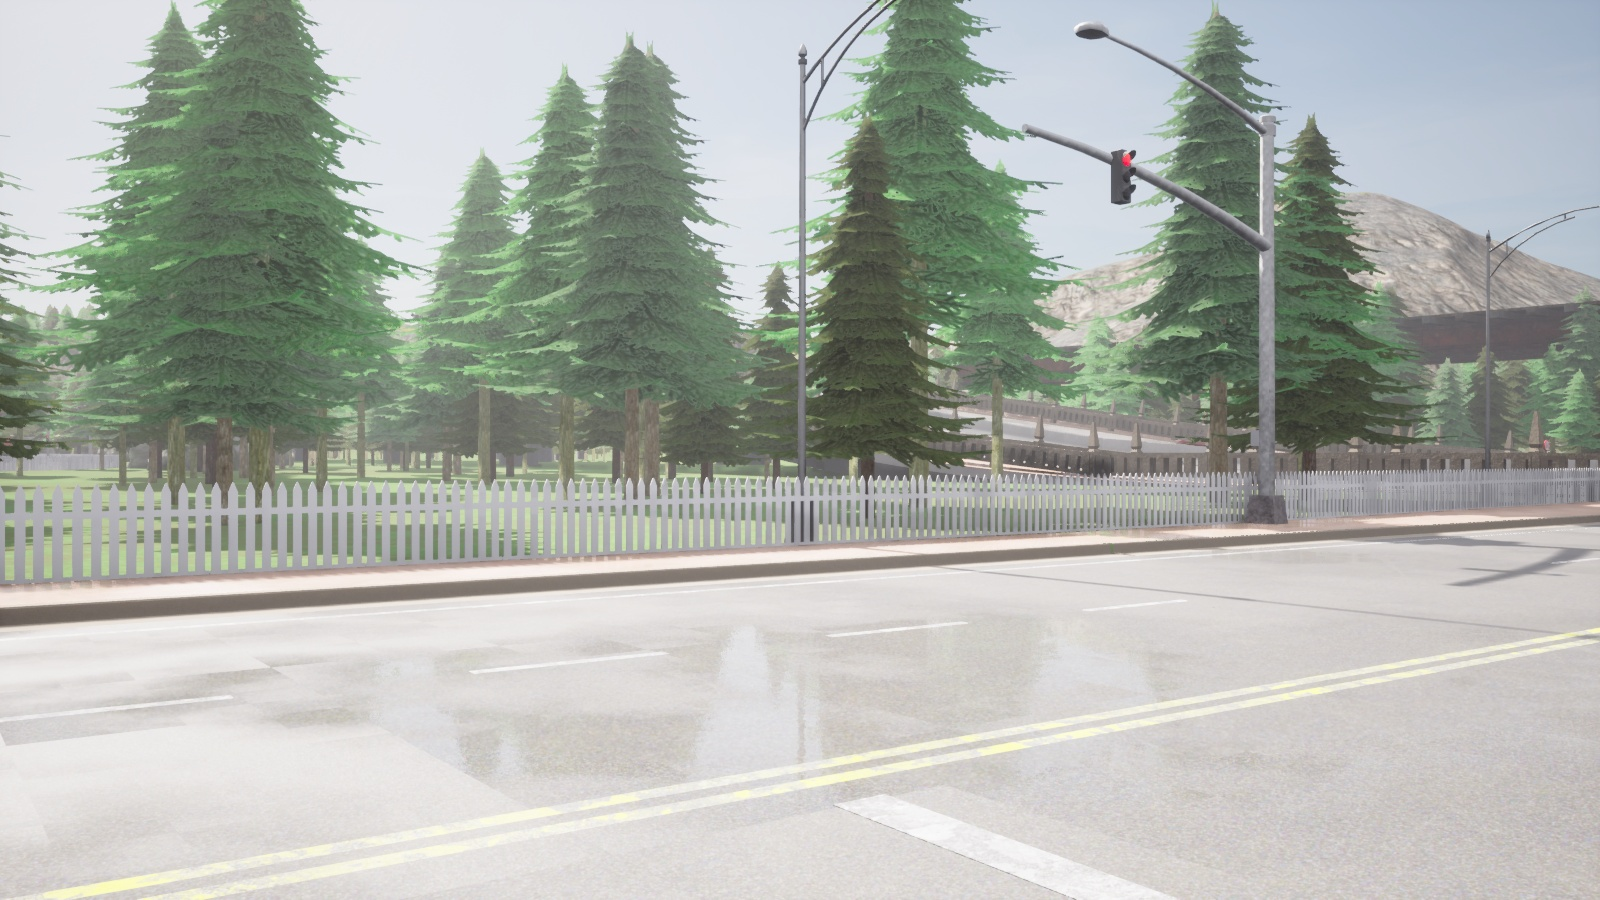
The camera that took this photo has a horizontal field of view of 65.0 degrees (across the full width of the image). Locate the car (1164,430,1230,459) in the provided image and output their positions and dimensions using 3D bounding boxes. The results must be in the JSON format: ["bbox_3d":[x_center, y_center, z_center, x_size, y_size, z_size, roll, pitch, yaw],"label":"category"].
[{"bbox_3d":[26.533,-0.408,84.011,1.789,1.549,3.705,0,6,-36],"label":"car"}]
